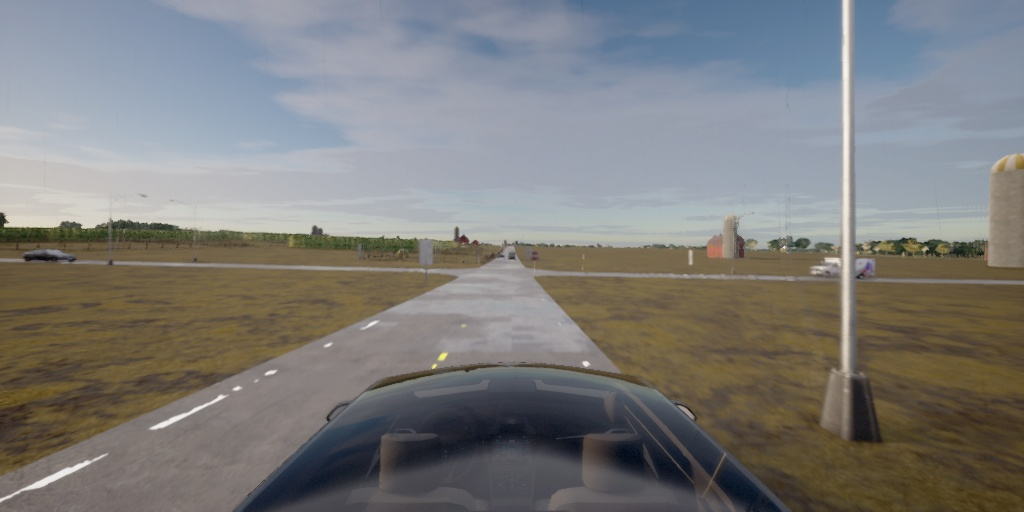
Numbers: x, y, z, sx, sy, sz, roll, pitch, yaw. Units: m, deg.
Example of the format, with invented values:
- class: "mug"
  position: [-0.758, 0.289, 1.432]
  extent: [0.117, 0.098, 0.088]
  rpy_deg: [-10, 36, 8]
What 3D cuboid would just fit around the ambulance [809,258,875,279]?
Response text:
- class: "ambulance"
  position: [39.395, 1.465, 42.890]
  extent: [6.366, 2.431, 2.351]
  rpy_deg: [1, 1, 0]
